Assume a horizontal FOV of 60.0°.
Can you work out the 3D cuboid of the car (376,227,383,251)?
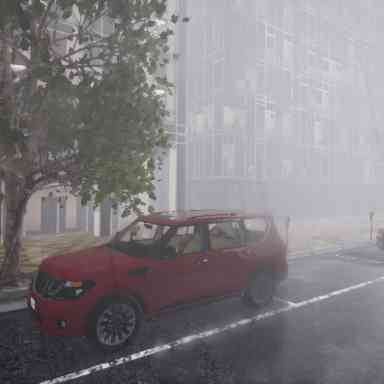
[{"bbox_3d":[8.905,1.547,12.935,4.507,1.381,1.887,0,1,-36],"label":"car"}]

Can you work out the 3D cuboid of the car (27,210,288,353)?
[{"bbox_3d":[-0.291,1.316,6.344,5.009,1.841,2.192,0,1,-36],"label":"car"}]
